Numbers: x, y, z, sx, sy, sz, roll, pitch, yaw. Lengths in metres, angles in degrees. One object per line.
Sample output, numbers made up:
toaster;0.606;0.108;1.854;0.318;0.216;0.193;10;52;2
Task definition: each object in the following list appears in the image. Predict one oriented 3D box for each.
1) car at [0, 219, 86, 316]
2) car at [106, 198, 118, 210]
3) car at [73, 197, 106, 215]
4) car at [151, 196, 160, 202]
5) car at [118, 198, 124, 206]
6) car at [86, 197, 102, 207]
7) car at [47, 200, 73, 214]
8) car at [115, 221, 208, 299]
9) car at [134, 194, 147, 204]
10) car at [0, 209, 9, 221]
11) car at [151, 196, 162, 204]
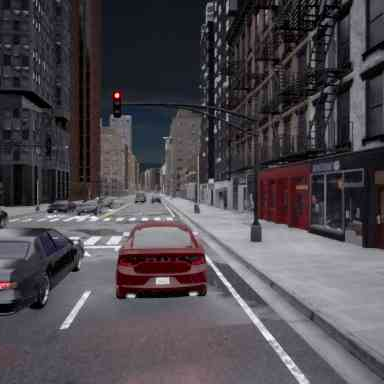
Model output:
car;-3.895;1.547;7.691;2.033;1.411;5.357;0;0;-6
car;-11.437;1.523;44.331;1.837;1.490;4.892;0;0;-6
car;-10.243;1.516;33.562;1.837;1.490;4.892;0;0;-6
car;-8.259;1.573;75.463;2.033;1.411;5.357;0;0;-6
car;-12.821;1.625;56.949;1.895;1.301;4.718;0;0;-6
car;-15.712;1.548;53.506;1.812;1.442;4.674;0;0;-6
car;-13.700;1.559;35.242;2.033;1.411;5.357;0;0;-6
car;-0.788;1.478;8.556;1.882;1.535;5.008;0;0;-6
car;-10.371;1.630;65.939;1.895;1.301;4.718;0;0;-6
car;-11.817;1.508;18.184;2.128;1.511;4.902;0;0;-6
car;-7.014;1.533;65.159;1.837;1.490;4.892;0;0;-6
